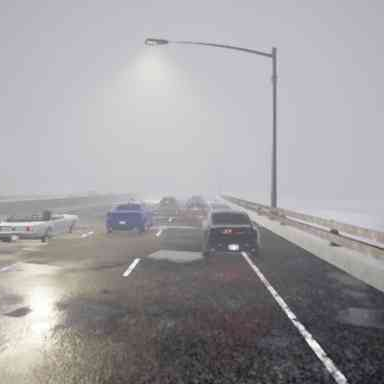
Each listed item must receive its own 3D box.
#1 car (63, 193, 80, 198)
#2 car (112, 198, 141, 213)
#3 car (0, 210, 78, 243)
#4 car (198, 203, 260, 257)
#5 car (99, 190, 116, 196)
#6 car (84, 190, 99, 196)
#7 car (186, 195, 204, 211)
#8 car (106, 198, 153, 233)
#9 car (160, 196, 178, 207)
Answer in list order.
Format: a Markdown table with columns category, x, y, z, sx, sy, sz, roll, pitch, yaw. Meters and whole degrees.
| category | x | y | z | sx | sy | sz | roll | pitch | yaw |
| --- | --- | --- | --- | --- | --- | --- | --- | --- | --- |
| car | -23.304 | 0.943 | 64.421 | 2.128 | 1.511 | 4.902 | 0 | 0 | 2 |
| car | -6.569 | 1.279 | 33.669 | 1.895 | 1.301 | 4.718 | 0 | 1 | 1 |
| car | -6.833 | 1.452 | 15.110 | 1.895 | 1.301 | 4.718 | 0 | 1 | 1 |
| car | 1.267 | 1.383 | 12.359 | 1.837 | 1.490 | 4.892 | 0 | 1 | 0 |
| car | -16.253 | 0.766 | 65.935 | 2.097 | 1.767 | 4.553 | 0 | 0 | 3 |
| car | -19.725 | 0.636 | 66.385 | 2.150 | 2.045 | 5.566 | 0 | 0 | 2 |
| car | 0.408 | 1.262 | 35.338 | 1.895 | 1.301 | 4.718 | 0 | 1 | 2 |
| car | -3.298 | 1.297 | 18.352 | 1.882 | 1.535 | 5.008 | 0 | 1 | 1 |
| car | -2.879 | 1.167 | 41.857 | 1.994 | 1.385 | 4.181 | 0 | 1 | 1 |
